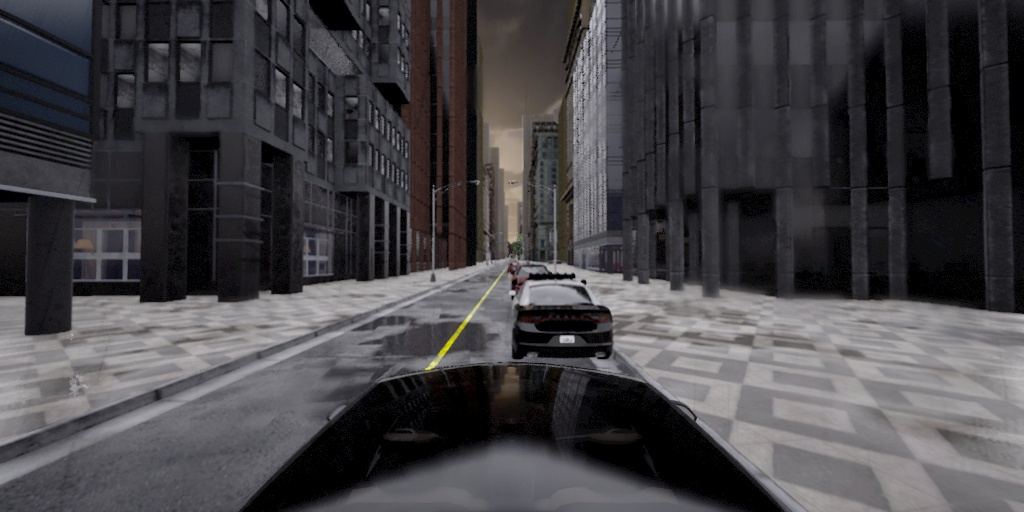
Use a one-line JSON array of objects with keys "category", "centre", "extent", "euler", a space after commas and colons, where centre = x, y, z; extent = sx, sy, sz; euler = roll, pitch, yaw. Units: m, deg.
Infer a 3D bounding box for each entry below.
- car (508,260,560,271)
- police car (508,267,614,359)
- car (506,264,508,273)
[{"category": "car", "centre": [1.002, 1.193, 18.490], "extent": [2.097, 1.767, 4.553], "euler": [0, 0, 0]}, {"category": "police car", "centre": [0.946, 1.214, 8.629], "extent": [1.930, 1.638, 5.238], "euler": [0, 0, 0]}, {"category": "car", "centre": [0.337, 1.524, 48.083], "extent": [1.812, 1.442, 4.674], "euler": [0, 0, 1]}]
